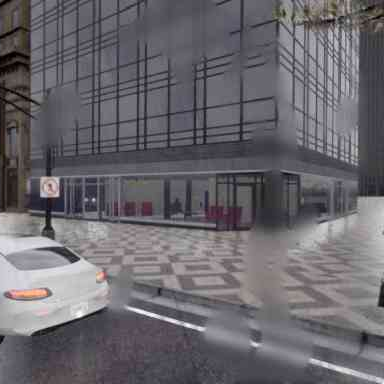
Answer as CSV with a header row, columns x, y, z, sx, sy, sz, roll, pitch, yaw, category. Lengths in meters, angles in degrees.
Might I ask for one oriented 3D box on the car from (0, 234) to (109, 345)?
x,y,z,sx,sy,sz,roll,pitch,yaw,category
-3.522,1.524,6.190,4.674,1.442,1.812,0,0,35,car
